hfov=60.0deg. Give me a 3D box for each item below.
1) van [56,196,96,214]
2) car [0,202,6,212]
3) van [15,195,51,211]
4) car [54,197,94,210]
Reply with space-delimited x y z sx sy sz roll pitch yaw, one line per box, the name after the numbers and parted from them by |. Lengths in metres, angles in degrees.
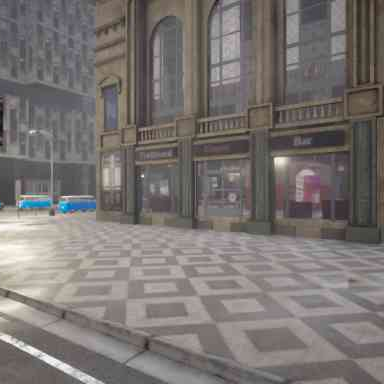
-11.606 1.282 34.129 1.690 1.788 3.998 0 0 36 | van
-21.809 1.513 34.525 2.008 1.369 4.403 0 0 36 | car
-18.537 1.292 39.092 1.690 1.788 3.998 0 0 36 | van
-15.364 1.466 43.521 1.752 1.417 4.829 0 0 36 | car
